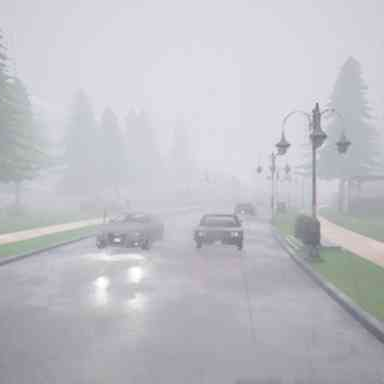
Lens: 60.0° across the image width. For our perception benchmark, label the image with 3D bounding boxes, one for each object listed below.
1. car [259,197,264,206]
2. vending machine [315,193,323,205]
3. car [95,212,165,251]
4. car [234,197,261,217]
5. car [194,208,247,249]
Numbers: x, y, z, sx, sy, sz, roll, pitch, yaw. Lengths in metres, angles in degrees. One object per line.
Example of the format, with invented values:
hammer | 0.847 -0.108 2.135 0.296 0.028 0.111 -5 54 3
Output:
car | 10.220 1.534 53.488 2.128 1.511 4.902 0 0 28
vending machine | 23.004 1.281 60.104 1.100 2.100 0.880 0 0 36
car | -2.457 1.558 14.094 1.994 1.385 4.181 0 0 8
car | 5.213 1.527 31.990 1.837 1.490 4.892 0 0 16
car | 1.290 1.607 14.592 1.895 1.301 4.718 0 0 8
